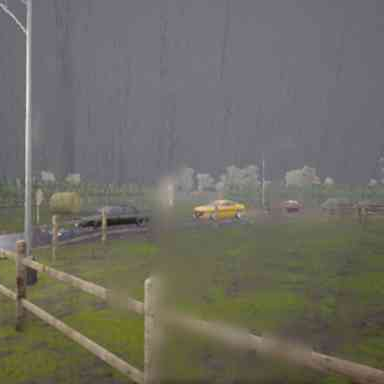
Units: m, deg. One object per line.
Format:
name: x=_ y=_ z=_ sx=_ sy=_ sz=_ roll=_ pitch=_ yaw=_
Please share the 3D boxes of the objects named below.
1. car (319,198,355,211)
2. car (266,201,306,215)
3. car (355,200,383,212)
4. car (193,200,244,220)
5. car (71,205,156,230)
car: x=17.548 y=1.517 z=40.788 sx=4.892 sy=1.490 sz=1.837 roll=0 pitch=1 yaw=-38
car: x=9.775 y=1.598 z=34.442 sx=4.718 sy=1.301 sz=1.895 roll=0 pitch=0 yaw=-40
car: x=21.409 y=1.642 z=40.181 sx=4.718 sy=1.301 sz=1.895 roll=0 pitch=0 yaw=-37
car: x=2.307 y=1.458 z=27.857 sx=5.008 sy=1.535 sz=1.882 roll=0 pitch=0 yaw=-42
car: x=-4.834 y=1.512 z=21.095 sx=5.357 sy=1.411 sz=2.033 roll=0 pitch=0 yaw=-44
